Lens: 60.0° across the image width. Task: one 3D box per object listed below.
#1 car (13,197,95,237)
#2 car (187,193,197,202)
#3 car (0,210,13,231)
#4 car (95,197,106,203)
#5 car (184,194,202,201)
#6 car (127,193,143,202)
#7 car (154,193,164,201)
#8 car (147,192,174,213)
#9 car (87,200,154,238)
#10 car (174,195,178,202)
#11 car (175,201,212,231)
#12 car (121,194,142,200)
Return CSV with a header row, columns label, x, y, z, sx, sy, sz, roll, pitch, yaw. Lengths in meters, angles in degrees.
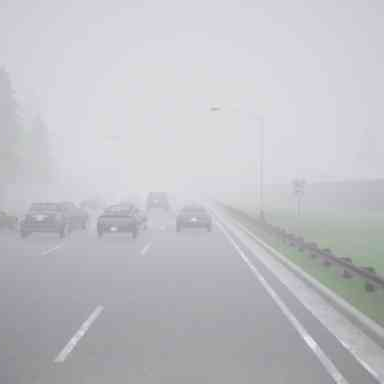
label,x,y,z,sx,sy,sz,roll,pitch,yaw
car,-6.899,1.233,17.230,2.097,1.767,4.553,0,0,0
car,0.038,1.056,61.908,1.882,1.535,5.008,0,1,1
car,-10.413,1.413,16.456,1.812,1.442,4.674,0,0,0
car,-10.399,1.264,35.272,1.837,1.490,4.892,0,0,0
car,0.087,1.279,36.190,1.812,1.442,4.674,0,0,0
car,-10.469,1.060,61.373,1.882,1.535,5.008,0,1,1
car,-7.000,1.042,70.876,1.812,1.442,4.674,0,0,0
car,-3.400,0.988,34.284,2.150,2.045,5.566,0,0,0
car,-3.400,1.376,16.875,2.128,1.511,4.902,0,0,0
car,-3.491,1.150,58.404,2.033,1.411,5.357,0,0,0
car,0.100,1.430,19.617,1.994,1.385,4.181,0,0,0
car,-6.913,1.279,36.223,1.812,1.442,4.674,0,0,0
